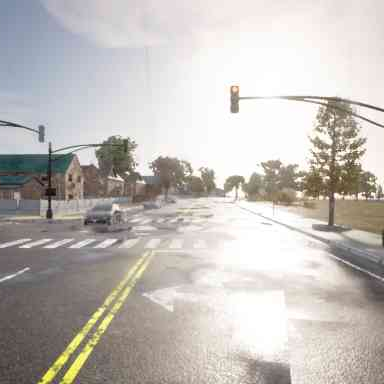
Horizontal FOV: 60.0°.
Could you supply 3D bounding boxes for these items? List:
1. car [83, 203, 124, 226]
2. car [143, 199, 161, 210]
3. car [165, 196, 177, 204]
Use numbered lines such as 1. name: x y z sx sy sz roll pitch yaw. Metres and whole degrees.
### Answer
1. car: -6.180 1.581 23.671 1.837 1.490 4.892 0 0 1
2. car: -5.380 1.668 45.102 1.895 1.301 4.718 0 0 3
3. car: -4.159 1.636 65.277 2.128 1.511 4.902 0 0 4
